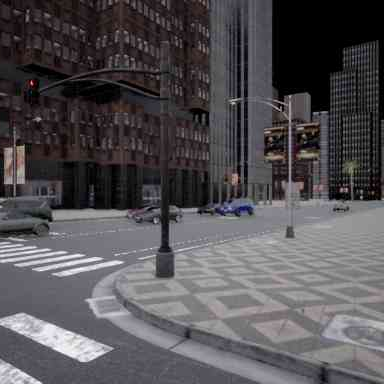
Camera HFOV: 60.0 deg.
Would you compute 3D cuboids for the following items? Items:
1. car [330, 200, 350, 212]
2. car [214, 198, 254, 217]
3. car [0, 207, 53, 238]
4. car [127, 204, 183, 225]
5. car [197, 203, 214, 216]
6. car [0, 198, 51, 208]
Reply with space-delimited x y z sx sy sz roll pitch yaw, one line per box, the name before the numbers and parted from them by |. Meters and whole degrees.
car | 24.169 2.430 53.704 2.033 1.411 5.357 0 -1 34
car | 5.245 1.750 38.507 2.150 2.045 5.566 0 -1 35
car | -9.687 1.714 17.373 1.994 1.385 4.181 0 -1 35
car | -2.669 1.832 27.312 1.837 1.490 4.892 0 -1 35
car | 2.762 2.074 40.632 2.033 1.411 5.357 0 -1 35
car | -11.489 1.393 20.645 2.150 2.045 5.566 0 -1 37
